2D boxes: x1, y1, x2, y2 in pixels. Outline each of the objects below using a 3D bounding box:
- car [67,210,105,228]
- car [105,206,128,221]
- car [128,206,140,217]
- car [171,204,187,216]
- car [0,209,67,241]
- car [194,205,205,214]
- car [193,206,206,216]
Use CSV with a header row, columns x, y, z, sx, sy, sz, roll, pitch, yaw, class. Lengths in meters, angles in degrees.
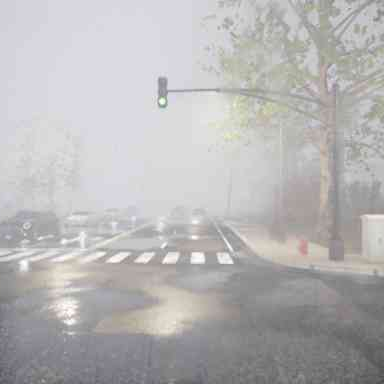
x,y,z,sx,sy,sz,roll,pitch,yaw,class
-9.306,2.255,28.562,1.812,1.442,4.674,0,-2,1,car
-9.042,2.518,38.286,1.812,1.442,4.674,0,-2,2,car
-8.750,2.770,48.452,1.837,1.490,4.892,0,-2,2,car
-2.137,2.856,50.238,1.812,1.442,4.674,0,-2,2,car
-9.545,1.839,19.664,2.097,1.767,4.553,0,-2,2,car
1.379,3.165,60.179,1.994,1.385,4.181,0,-1,2,car
1.111,2.900,50.117,1.994,1.385,4.181,0,-2,2,car
